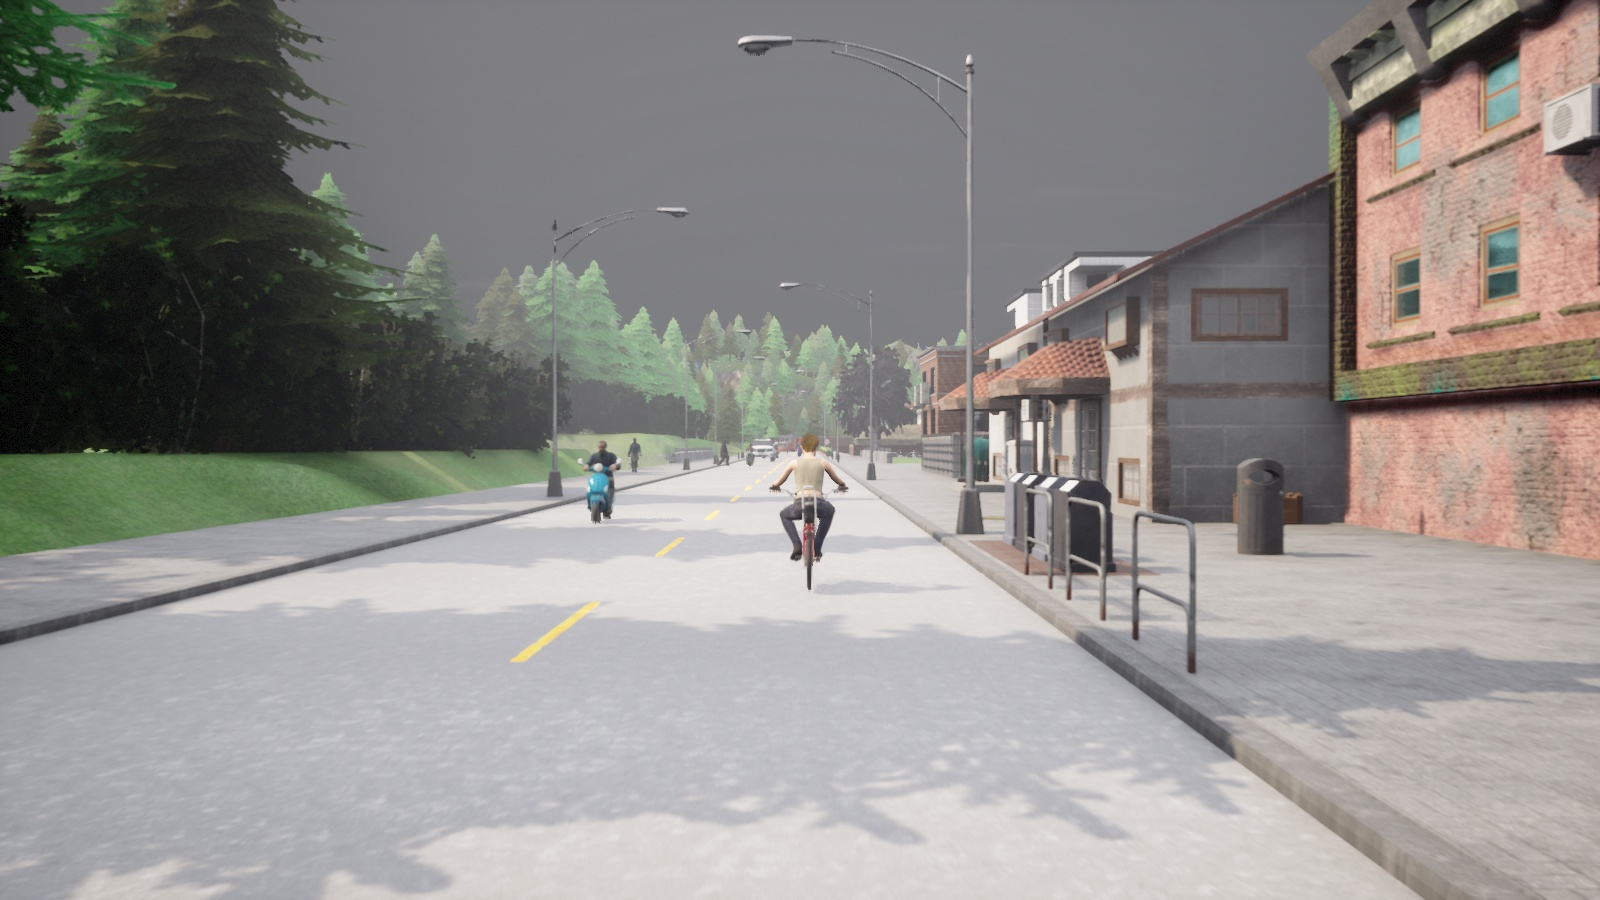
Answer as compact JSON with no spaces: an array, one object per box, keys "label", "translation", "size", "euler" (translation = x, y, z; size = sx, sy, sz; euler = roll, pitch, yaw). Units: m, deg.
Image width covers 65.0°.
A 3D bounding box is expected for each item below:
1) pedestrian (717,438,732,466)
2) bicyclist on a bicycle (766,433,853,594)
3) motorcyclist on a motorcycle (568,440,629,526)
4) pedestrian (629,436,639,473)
[{"label":"pedestrian","translation":[-4.904,0.136,81.796],"size":[0.899,1.844,0.634],"euler":[0,0,-8]},{"label":"bicyclist on a bicycle","translation":[0.096,0.631,13.293],"size":[0.866,1.612,1.509],"euler":[0,0,0]},{"label":"motorcyclist on a motorcycle","translation":[-3.848,0.601,24.141],"size":[0.866,1.590,1.817],"euler":[0,1,0]},{"label":"pedestrian","translation":[-8.238,0.201,62.313],"size":[0.370,1.835,0.726],"euler":[0,0,0]}]
